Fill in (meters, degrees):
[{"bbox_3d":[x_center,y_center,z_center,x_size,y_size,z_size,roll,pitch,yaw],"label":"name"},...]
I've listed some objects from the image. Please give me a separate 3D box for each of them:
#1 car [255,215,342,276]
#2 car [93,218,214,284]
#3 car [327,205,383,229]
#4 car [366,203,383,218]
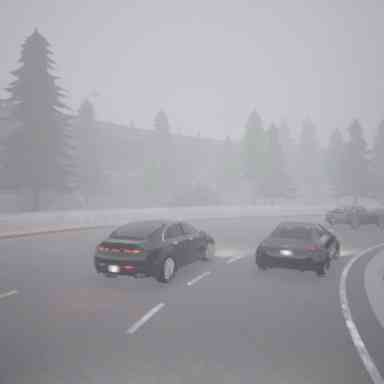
[{"bbox_3d":[3.549,1.644,10.861,1.994,1.385,4.181,0,0,29],"label":"car"},{"bbox_3d":[-0.842,1.553,9.964,1.837,1.490,4.892,0,0,24],"label":"car"},{"bbox_3d":[11.452,1.682,23.086,4.902,1.511,2.128,1,-1,-29],"label":"car"},{"bbox_3d":[20.086,1.862,33.445,4.181,1.385,1.994,0,0,-11],"label":"car"}]
